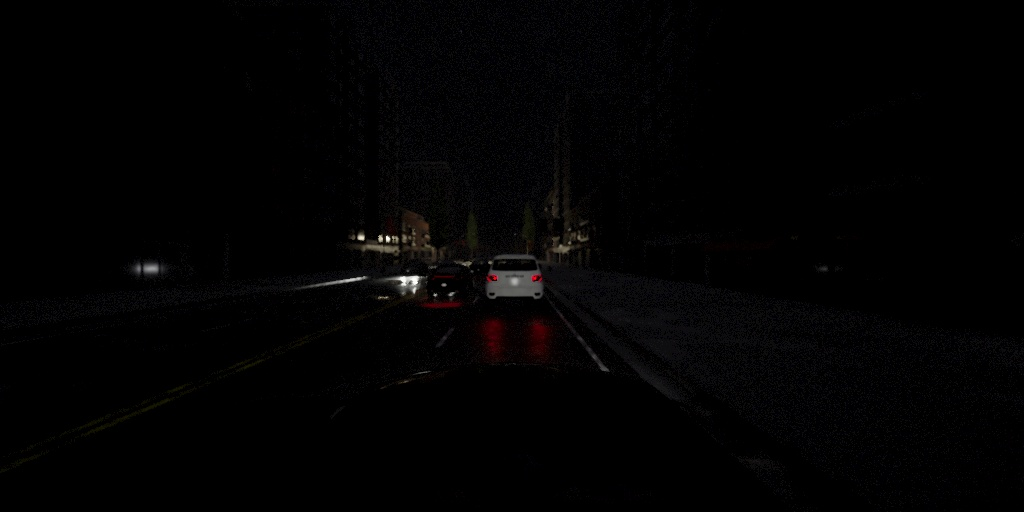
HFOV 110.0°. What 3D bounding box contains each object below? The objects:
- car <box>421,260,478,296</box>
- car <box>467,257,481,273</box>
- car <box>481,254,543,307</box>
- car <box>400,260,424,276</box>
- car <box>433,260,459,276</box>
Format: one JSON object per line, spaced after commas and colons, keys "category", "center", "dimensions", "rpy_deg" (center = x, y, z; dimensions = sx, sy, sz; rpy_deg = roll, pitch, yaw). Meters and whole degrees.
{"category": "car", "center": [-3.148, 1.182, 19.104], "dimensions": [1.882, 1.535, 5.008], "rpy_deg": [0, 0, 0]}
{"category": "car", "center": [-3.143, 1.134, 36.209], "dimensions": [1.882, 1.535, 5.008], "rpy_deg": [0, 0, 0]}
{"category": "car", "center": [0.099, 0.937, 15.292], "dimensions": [2.150, 2.045, 5.566], "rpy_deg": [0, 0, 0]}
{"category": "car", "center": [-9.836, 1.148, 36.340], "dimensions": [2.128, 1.511, 4.902], "rpy_deg": [0, 0, 0]}
{"category": "car", "center": [-6.587, 1.182, 36.290], "dimensions": [1.812, 1.442, 4.674], "rpy_deg": [0, 0, 0]}
